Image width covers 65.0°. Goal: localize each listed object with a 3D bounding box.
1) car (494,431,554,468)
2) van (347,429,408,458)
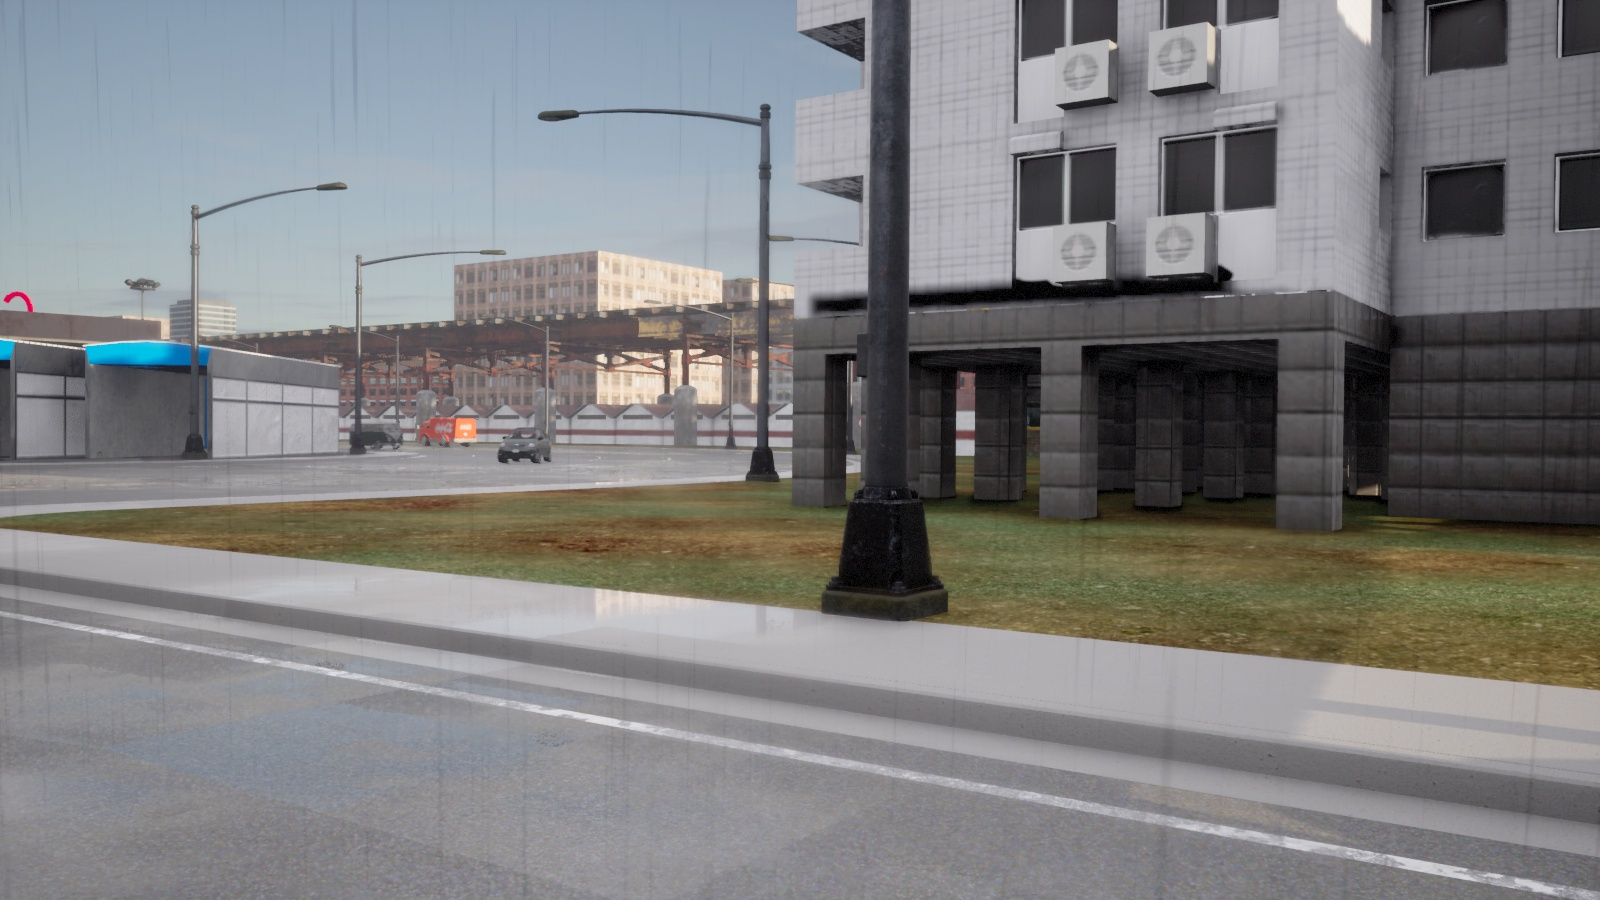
[{"bbox_3d":[-12.534,-0.038,57.231,1.851,1.617,3.988,0,1,0],"label":"car"},{"bbox_3d":[-30.105,-0.464,89.439,4.442,1.987,1.775,0,1,35],"label":"van"}]
